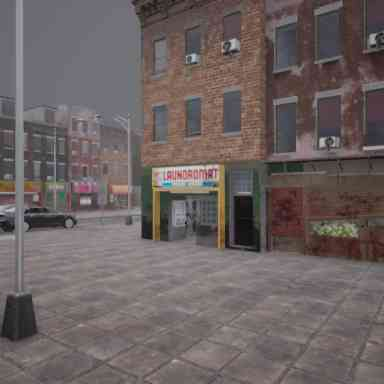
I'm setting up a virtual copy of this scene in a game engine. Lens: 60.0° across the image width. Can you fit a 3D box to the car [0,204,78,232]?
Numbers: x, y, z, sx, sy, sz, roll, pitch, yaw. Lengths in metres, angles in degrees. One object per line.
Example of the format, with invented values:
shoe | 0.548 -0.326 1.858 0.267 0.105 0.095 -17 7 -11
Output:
car | -9.290 1.574 20.184 1.837 1.490 4.892 0 0 35
